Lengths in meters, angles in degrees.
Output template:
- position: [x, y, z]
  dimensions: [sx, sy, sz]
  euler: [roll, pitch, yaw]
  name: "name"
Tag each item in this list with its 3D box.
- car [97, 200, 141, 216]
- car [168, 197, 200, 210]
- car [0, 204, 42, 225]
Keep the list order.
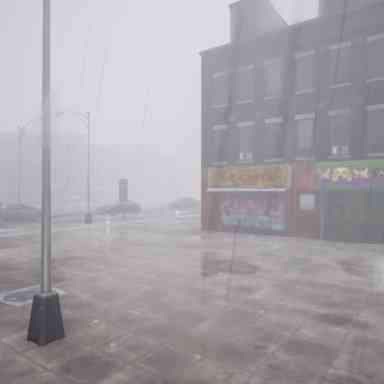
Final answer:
- position: [-6.881, 1.439, 31.801]
  dimensions: [1.812, 1.442, 4.674]
  euler: [0, 0, 35]
  name: "car"
- position: [-0.924, 1.382, 40.217]
  dimensions: [1.837, 1.490, 4.892]
  euler: [0, 0, 36]
  name: "car"
- position: [-12.753, 1.515, 23.489]
  dimensions: [1.994, 1.385, 4.181]
  euler: [0, 0, 36]
  name: "car"
